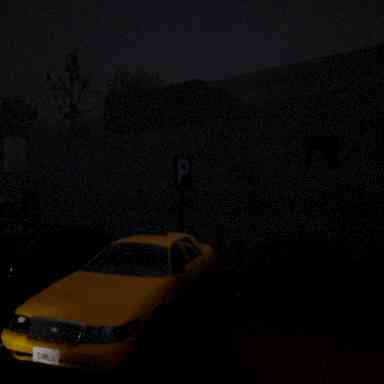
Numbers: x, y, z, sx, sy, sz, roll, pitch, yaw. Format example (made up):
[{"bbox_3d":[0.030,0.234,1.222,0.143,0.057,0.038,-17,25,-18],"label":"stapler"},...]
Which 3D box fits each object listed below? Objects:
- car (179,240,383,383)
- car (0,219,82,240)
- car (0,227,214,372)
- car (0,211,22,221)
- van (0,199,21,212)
[{"bbox_3d":[1.599,1.518,4.623,2.163,1.488,4.792,1,-1,16],"label":"car"},{"bbox_3d":[-3.251,1.505,8.149,2.163,1.488,4.792,0,-1,15],"label":"car"},{"bbox_3d":[-0.868,1.478,6.205,1.946,1.575,5.366,1,-1,15],"label":"car"},{"bbox_3d":[-5.689,1.497,9.850,2.002,1.452,4.674,0,0,16],"label":"car"},{"bbox_3d":[-8.133,1.213,11.470,1.878,1.987,4.442,1,0,16],"label":"van"}]
